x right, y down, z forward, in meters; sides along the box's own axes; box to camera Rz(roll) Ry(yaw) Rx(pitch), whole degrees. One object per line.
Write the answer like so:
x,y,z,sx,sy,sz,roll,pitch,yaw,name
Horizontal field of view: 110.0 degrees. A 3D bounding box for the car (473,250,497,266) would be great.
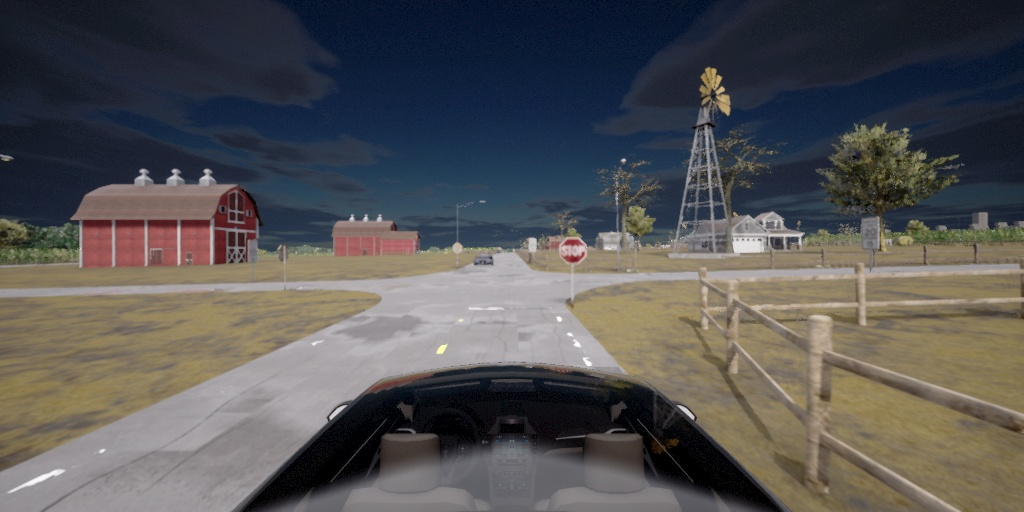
-2.927,0.392,37.890,1.994,1.385,4.181,0,2,0,car
